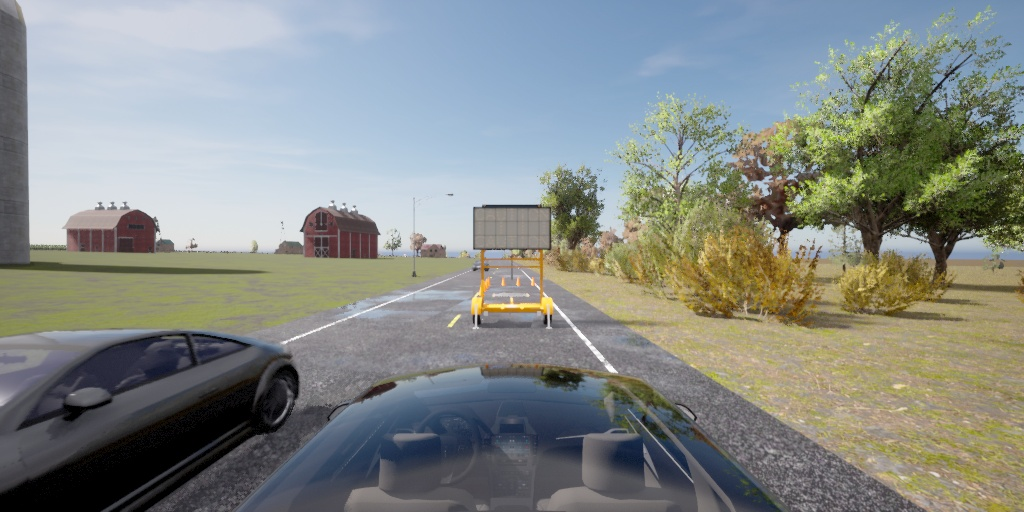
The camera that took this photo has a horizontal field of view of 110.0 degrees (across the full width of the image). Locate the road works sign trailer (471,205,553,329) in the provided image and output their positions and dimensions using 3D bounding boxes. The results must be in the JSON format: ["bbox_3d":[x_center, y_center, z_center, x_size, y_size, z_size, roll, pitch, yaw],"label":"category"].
[{"bbox_3d":[0.000,0.212,11.193,2.380,3.560,2.880,0,0,0],"label":"road works sign trailer"}]

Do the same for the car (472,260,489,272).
[{"bbox_3d":[-3.940,1.236,45.290,2.128,1.511,4.902,0,0,-1],"label":"car"}]

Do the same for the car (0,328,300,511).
[{"bbox_3d":[-3.603,1.314,2.714,1.994,1.385,4.181,0,0,0],"label":"car"}]
